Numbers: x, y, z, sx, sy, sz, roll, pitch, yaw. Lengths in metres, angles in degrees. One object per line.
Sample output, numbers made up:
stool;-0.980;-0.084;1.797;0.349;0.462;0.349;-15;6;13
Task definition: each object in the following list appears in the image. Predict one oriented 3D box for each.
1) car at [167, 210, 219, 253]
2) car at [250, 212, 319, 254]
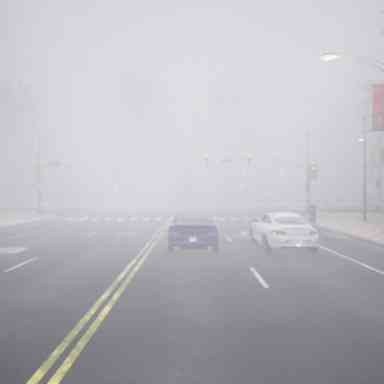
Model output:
car;0.056;1.457;13.664;1.882;1.535;5.008;0;0;1
car;3.554;1.506;13.313;1.812;1.442;4.674;0;0;1
